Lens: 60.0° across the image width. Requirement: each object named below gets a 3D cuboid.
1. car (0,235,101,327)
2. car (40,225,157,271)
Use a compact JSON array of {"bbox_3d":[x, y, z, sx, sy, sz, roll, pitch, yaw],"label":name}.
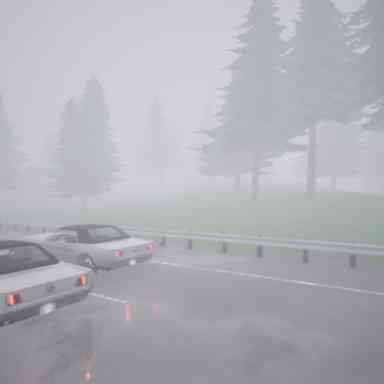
[{"bbox_3d":[-4.244,1.665,6.738,4.718,1.301,1.895,-1,0,33],"label":"car"},{"bbox_3d":[-3.489,1.678,10.423,4.718,1.301,1.895,-1,0,33],"label":"car"}]
